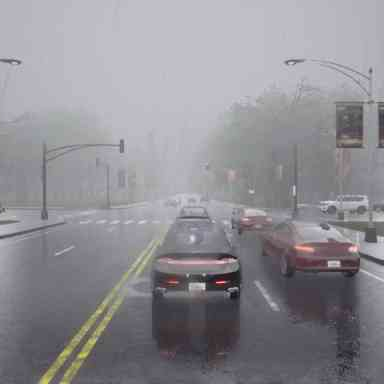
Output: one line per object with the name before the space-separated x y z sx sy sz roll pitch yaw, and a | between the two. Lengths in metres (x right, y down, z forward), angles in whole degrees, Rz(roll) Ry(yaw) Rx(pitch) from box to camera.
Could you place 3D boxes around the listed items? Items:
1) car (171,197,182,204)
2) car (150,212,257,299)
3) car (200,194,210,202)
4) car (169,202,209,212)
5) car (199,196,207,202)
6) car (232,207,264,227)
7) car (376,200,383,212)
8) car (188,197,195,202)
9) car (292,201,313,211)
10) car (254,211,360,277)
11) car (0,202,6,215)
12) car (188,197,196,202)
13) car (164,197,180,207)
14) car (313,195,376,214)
car | -3.322 1.846 73.436 2.128 1.511 4.902 0 -1 0
car | 0.092 1.496 8.421 2.128 1.511 4.902 0 0 0
car | 3.169 1.642 82.534 2.150 2.045 5.566 0 -1 0
car | 0.084 1.517 17.829 2.128 1.511 4.902 0 0 0
car | 3.157 1.952 92.921 2.033 1.411 5.357 0 -1 0
car | 3.342 1.555 18.947 1.812 1.442 4.674 0 0 1
car | 23.958 1.695 40.817 5.008 1.535 1.882 0 0 0
car | -0.093 1.965 92.918 1.994 1.385 4.181 0 -1 0
car | 14.826 1.772 40.736 4.718 1.301 1.895 0 0 0
car | 3.336 1.533 10.138 1.812 1.442 4.674 0 0 0
car | -20.171 1.223 30.493 5.566 2.045 2.150 0 0 -1
car | -0.081 1.893 82.464 1.882 1.535 5.008 0 -1 0
car | -3.398 1.715 53.672 2.033 1.411 5.357 0 0 0
car | 17.070 1.399 37.512 5.566 2.045 2.150 0 0 -1
